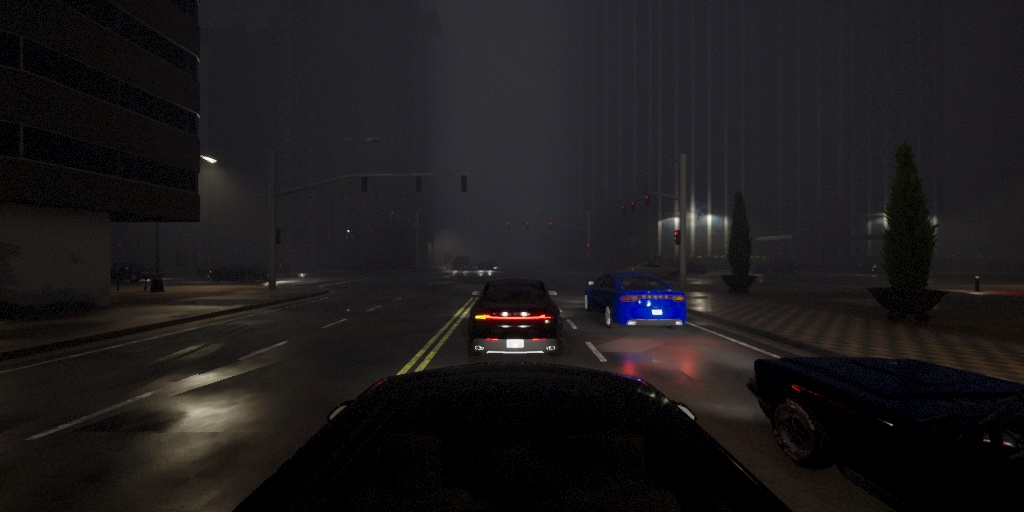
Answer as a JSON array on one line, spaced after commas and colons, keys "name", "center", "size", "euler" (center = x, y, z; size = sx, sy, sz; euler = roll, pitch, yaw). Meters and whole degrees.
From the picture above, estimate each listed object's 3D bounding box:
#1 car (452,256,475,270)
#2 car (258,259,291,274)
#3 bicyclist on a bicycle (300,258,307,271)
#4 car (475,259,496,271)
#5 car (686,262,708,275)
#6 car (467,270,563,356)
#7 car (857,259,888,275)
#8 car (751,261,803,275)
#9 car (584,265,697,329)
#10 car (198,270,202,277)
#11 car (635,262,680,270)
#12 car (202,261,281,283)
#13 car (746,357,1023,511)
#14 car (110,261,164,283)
[{"name": "car", "center": [-7.189, 0.972, 51.793], "size": [2.150, 2.045, 5.566], "euler": [0, 0, 2]}, {"name": "car", "center": [-26.205, 1.102, 38.149], "size": [4.553, 1.767, 2.097], "euler": [0, 0, -1]}, {"name": "bicyclist on a bicycle", "center": [-26.424, 1.051, 45.450], "size": [0.582, 1.620, 1.656], "euler": [0, 0, -1]}, {"name": "car", "center": [-3.603, 1.313, 49.414], "size": [1.994, 1.385, 4.181], "euler": [0, 0, 0]}, {"name": "car", "center": [18.702, 1.314, 38.627], "size": [4.181, 1.385, 1.994], "euler": [0, 0, -1]}, {"name": "car", "center": [0.061, 1.255, 8.576], "size": [1.837, 1.490, 4.892], "euler": [0, 0, 0]}, {"name": "car", "center": [40.303, 1.103, 38.829], "size": [4.553, 1.767, 2.097], "euler": [0, 0, 0]}, {"name": "car", "center": [28.573, 1.253, 38.726], "size": [4.892, 1.490, 1.837], "euler": [-1, 0, -1]}, {"name": "car", "center": [3.574, 1.228, 11.265], "size": [1.882, 1.535, 5.008], "euler": [0, 0, 0]}, {"name": "car", "center": [-24.039, 1.351, 30.993], "size": [4.718, 1.301, 1.895], "euler": [0, 0, -1]}, {"name": "car", "center": [12.278, 1.276, 31.409], "size": [4.674, 1.442, 1.812], "euler": [0, 0, 3]}, {"name": "car", "center": [-20.685, 1.314, 27.526], "size": [4.181, 1.385, 1.994], "euler": [0, 0, -1]}, {"name": "car", "center": [3.601, 1.351, 1.920], "size": [1.895, 1.301, 4.718], "euler": [0, 0, 0]}, {"name": "car", "center": [-29.606, 1.242, 27.441], "size": [4.902, 1.511, 2.128], "euler": [0, 0, 0]}]
